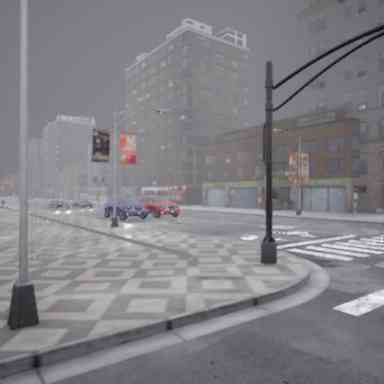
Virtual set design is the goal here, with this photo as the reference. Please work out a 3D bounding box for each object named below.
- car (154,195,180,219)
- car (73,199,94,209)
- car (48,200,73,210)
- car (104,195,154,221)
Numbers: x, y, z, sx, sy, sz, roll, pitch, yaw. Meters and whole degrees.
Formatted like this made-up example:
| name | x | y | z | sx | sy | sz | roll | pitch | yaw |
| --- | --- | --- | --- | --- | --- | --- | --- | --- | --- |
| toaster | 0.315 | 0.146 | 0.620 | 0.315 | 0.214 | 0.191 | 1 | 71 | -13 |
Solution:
| name | x | y | z | sx | sy | sz | roll | pitch | yaw |
| --- | --- | --- | --- | --- | --- | --- | --- | --- | --- |
| car | -3.309 | 1.339 | 31.080 | 2.150 | 2.045 | 5.566 | 0 | 0 | -36 |
| car | -16.222 | 1.723 | 49.027 | 2.033 | 1.411 | 5.357 | 0 | 0 | -36 |
| car | -18.782 | 1.772 | 47.019 | 1.895 | 1.301 | 4.718 | 0 | 0 | -36 |
| car | -5.881 | 1.334 | 29.091 | 2.150 | 2.045 | 5.566 | 0 | 0 | -36 |
